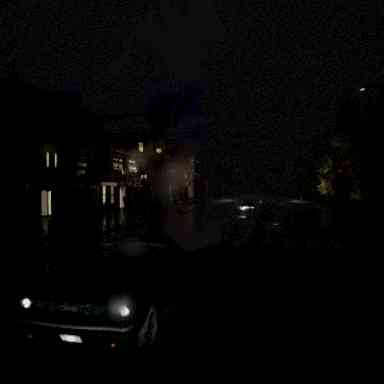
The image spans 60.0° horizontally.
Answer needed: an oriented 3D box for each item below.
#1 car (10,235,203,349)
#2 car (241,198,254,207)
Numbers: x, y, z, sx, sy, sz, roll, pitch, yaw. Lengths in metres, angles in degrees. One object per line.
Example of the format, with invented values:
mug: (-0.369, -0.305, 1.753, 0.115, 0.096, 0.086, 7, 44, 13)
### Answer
car: (-1.112, 1.601, 6.493, 1.895, 1.301, 4.718, 0, 0, 12)
car: (8.673, 1.595, 51.535, 1.895, 1.301, 4.718, 0, 0, 12)
